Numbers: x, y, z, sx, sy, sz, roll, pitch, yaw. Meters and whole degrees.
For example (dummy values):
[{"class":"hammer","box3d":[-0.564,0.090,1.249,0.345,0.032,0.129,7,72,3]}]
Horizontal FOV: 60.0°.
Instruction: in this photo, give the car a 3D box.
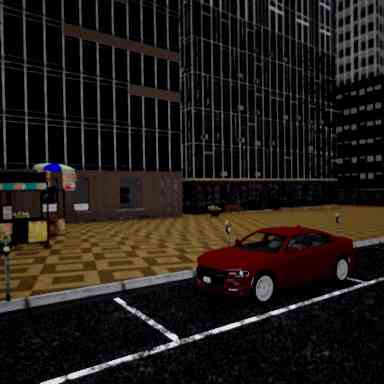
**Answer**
[{"class":"car","box3d":[2.134,1.539,8.080,4.507,1.381,1.887,0,-1,-35]}]
